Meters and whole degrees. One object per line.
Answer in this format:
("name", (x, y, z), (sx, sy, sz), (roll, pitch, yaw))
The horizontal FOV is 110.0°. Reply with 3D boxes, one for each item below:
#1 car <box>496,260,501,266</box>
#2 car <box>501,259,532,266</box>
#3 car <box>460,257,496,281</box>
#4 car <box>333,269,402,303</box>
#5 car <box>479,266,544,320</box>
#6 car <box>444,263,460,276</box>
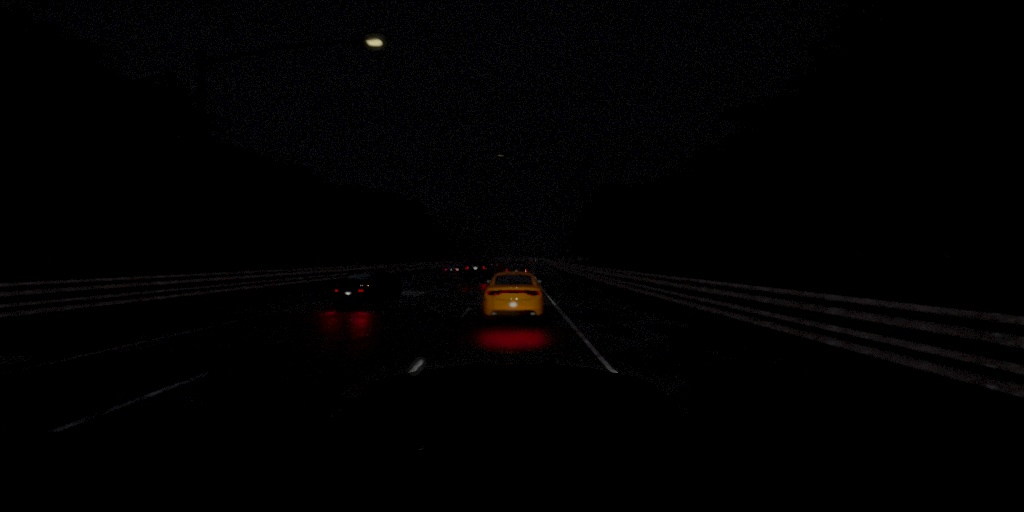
("car", (-2.035, 1.355, 54.244), (2.097, 1.767, 4.553), (0, 0, 3))
("car", (0.424, 1.257, 30.934), (2.097, 1.767, 4.553), (0, 0, 2))
("car", (-2.957, 1.135, 32.638), (2.150, 2.045, 5.566), (0, 0, 2))
("car", (-6.777, 1.361, 17.211), (1.812, 1.442, 4.674), (0, 0, 1))
("car", (0.069, 1.289, 13.019), (1.882, 1.535, 5.008), (0, 0, 1))
("car", (-6.226, 1.493, 39.903), (2.033, 1.411, 5.357), (0, 0, 2))
